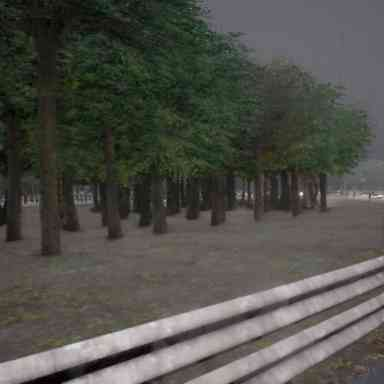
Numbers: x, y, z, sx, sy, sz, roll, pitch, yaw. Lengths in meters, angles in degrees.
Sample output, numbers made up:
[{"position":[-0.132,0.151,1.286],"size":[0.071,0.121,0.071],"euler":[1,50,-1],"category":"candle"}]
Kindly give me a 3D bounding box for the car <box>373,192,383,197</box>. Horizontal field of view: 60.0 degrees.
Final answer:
[{"position":[37.655,0.712,66.432],"size":[2.033,1.411,5.357],"euler":[-1,1,17],"category":"car"}]
